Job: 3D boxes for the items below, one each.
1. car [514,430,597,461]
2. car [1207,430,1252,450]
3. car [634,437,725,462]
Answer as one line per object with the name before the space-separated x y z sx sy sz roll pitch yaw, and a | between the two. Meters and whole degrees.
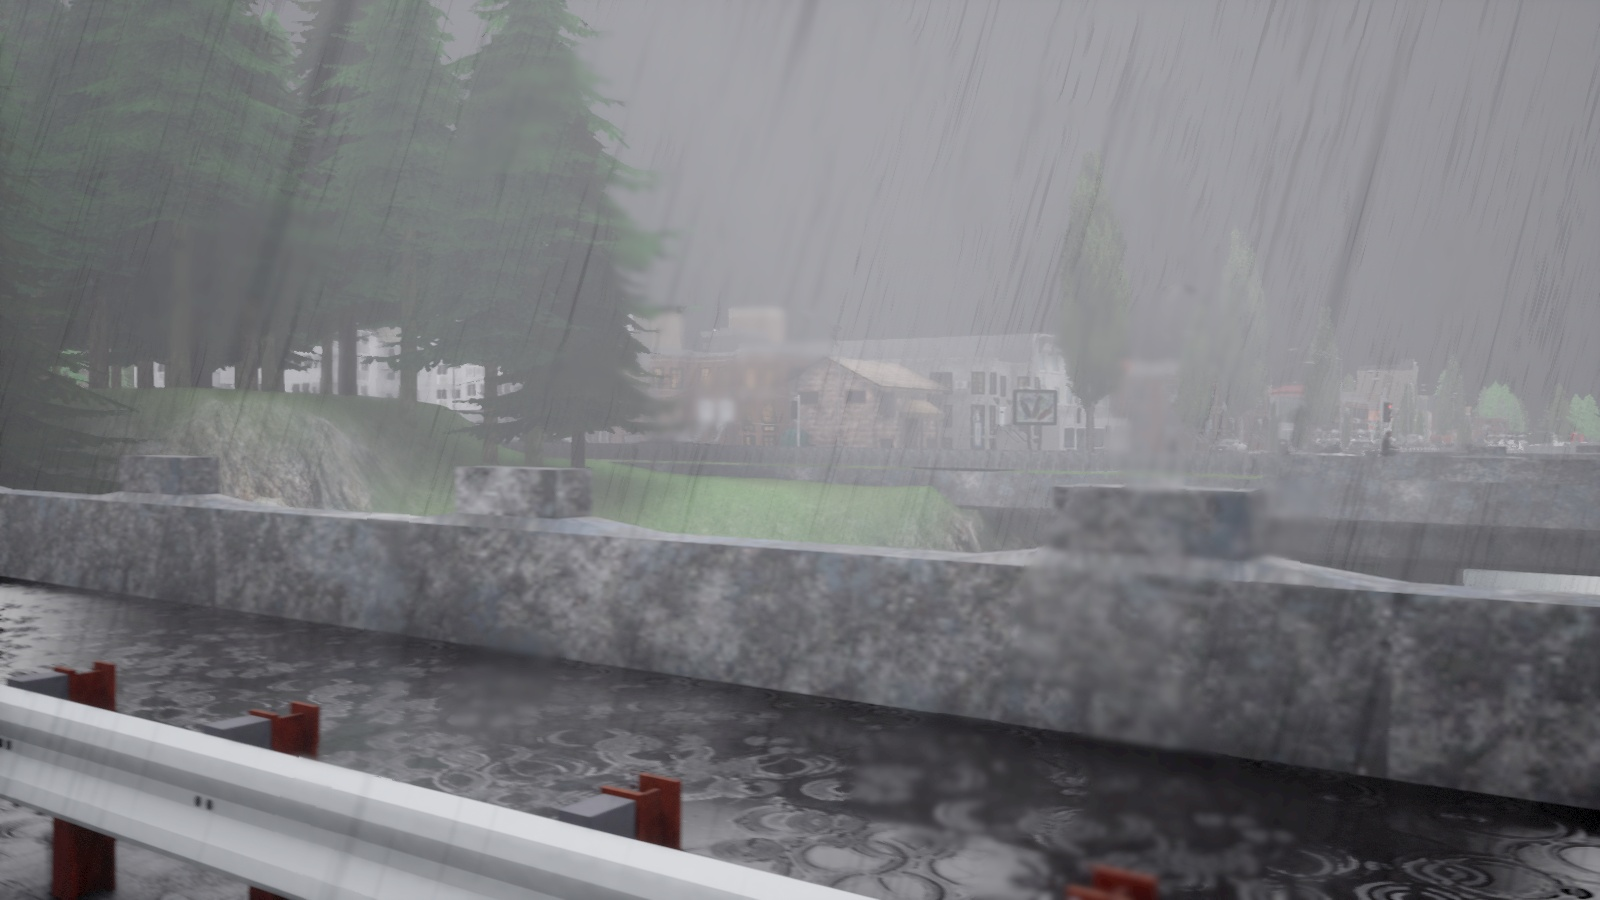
car | -14.262 -0.281 73.198 4.553 1.767 2.097 0 1 34
car | 30.419 -0.694 88.877 1.994 1.385 4.181 0 1 34
car | -6.548 -0.038 68.066 4.718 1.301 1.895 0 1 34
